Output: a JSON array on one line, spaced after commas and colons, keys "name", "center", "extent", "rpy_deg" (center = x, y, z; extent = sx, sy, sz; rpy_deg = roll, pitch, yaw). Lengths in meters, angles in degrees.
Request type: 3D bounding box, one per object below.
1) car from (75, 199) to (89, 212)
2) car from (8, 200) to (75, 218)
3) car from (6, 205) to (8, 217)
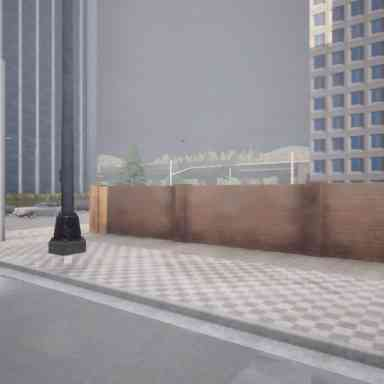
[{"name": "car", "center": [-12.432, 1.547, 37.497], "extent": [2.033, 1.411, 5.357], "rpy_deg": [0, 0, 35]}, {"name": "car", "center": [-13.438, 1.601, 29.961], "extent": [1.895, 1.301, 4.718], "rpy_deg": [0, 0, 35]}, {"name": "car", "center": [-18.241, 1.547, 29.267], "extent": [2.033, 1.411, 5.357], "rpy_deg": [0, 0, 32]}]
